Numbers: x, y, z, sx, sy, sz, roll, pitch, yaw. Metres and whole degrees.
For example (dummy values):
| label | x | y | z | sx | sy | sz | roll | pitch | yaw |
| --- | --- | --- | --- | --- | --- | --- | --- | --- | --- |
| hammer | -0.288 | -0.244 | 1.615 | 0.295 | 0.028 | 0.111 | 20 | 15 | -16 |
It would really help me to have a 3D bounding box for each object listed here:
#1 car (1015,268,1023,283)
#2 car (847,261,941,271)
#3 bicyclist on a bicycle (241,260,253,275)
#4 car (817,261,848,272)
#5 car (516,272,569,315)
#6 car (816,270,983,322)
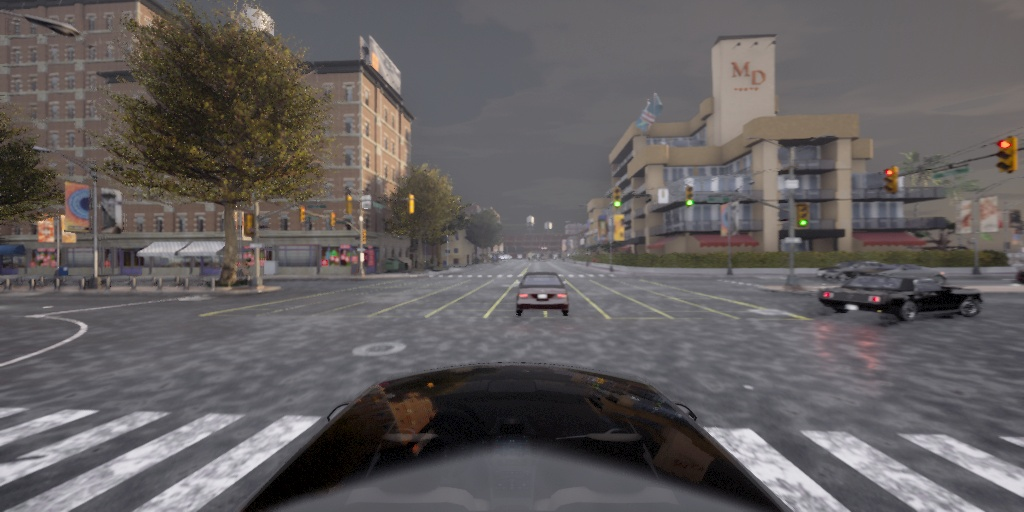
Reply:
| label | x | y | z | sx | sy | sz | roll | pitch | yaw |
| --- | --- | --- | --- | --- | --- | --- | --- | --- | --- |
| car | 34.611 | 0.893 | 22.175 | 4.553 | 1.767 | 2.097 | 0 | 0 | 5 |
| car | 24.740 | 1.174 | 22.952 | 4.181 | 1.385 | 1.994 | 0 | 0 | 4 |
| bicyclist on a bicycle | -28.321 | 1.293 | 38.233 | 0.582 | 1.620 | 1.656 | 0 | 0 | 4 |
| car | 25.302 | 1.102 | 26.415 | 4.902 | 1.511 | 2.128 | 0 | 0 | 4 |
| car | 1.119 | 1.306 | 13.672 | 2.033 | 1.411 | 5.357 | 0 | 0 | 4 |
| car | 12.587 | 1.278 | 11.624 | 4.718 | 1.301 | 1.895 | 0 | 0 | -16 |
